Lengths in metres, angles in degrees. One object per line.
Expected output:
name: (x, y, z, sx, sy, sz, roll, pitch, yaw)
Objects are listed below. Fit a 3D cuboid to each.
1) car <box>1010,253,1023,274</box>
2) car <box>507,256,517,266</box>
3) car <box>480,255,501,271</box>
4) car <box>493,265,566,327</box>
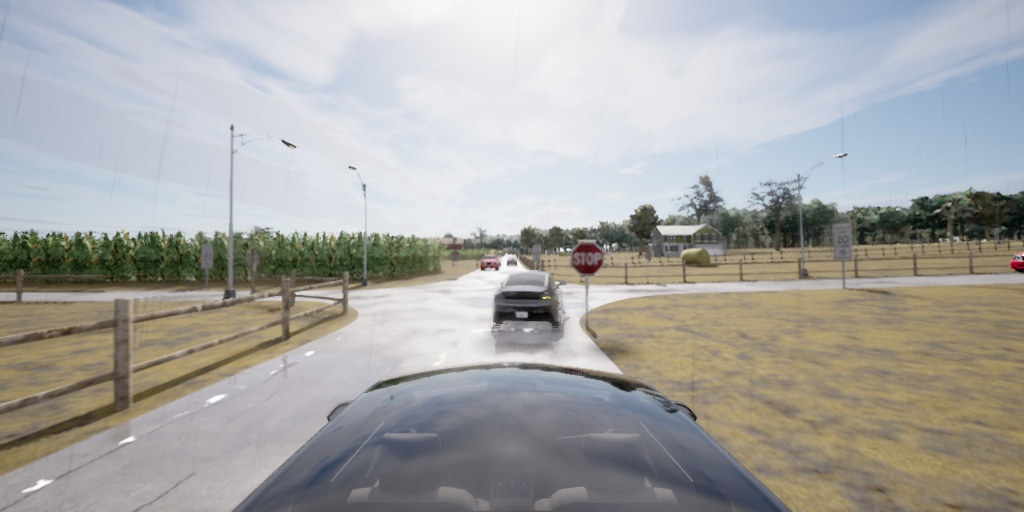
car: (33.344, 0.009, 21.230, 5.566, 2.045, 2.150, -2, -1, 0)
car: (0.001, 1.040, 65.161, 2.128, 1.511, 4.902, 0, 0, 0)
car: (-2.841, 0.854, 46.057, 2.150, 2.045, 5.566, 0, 0, -1)
car: (0.651, 1.236, 11.538, 1.837, 1.490, 4.892, 0, 0, 9)
